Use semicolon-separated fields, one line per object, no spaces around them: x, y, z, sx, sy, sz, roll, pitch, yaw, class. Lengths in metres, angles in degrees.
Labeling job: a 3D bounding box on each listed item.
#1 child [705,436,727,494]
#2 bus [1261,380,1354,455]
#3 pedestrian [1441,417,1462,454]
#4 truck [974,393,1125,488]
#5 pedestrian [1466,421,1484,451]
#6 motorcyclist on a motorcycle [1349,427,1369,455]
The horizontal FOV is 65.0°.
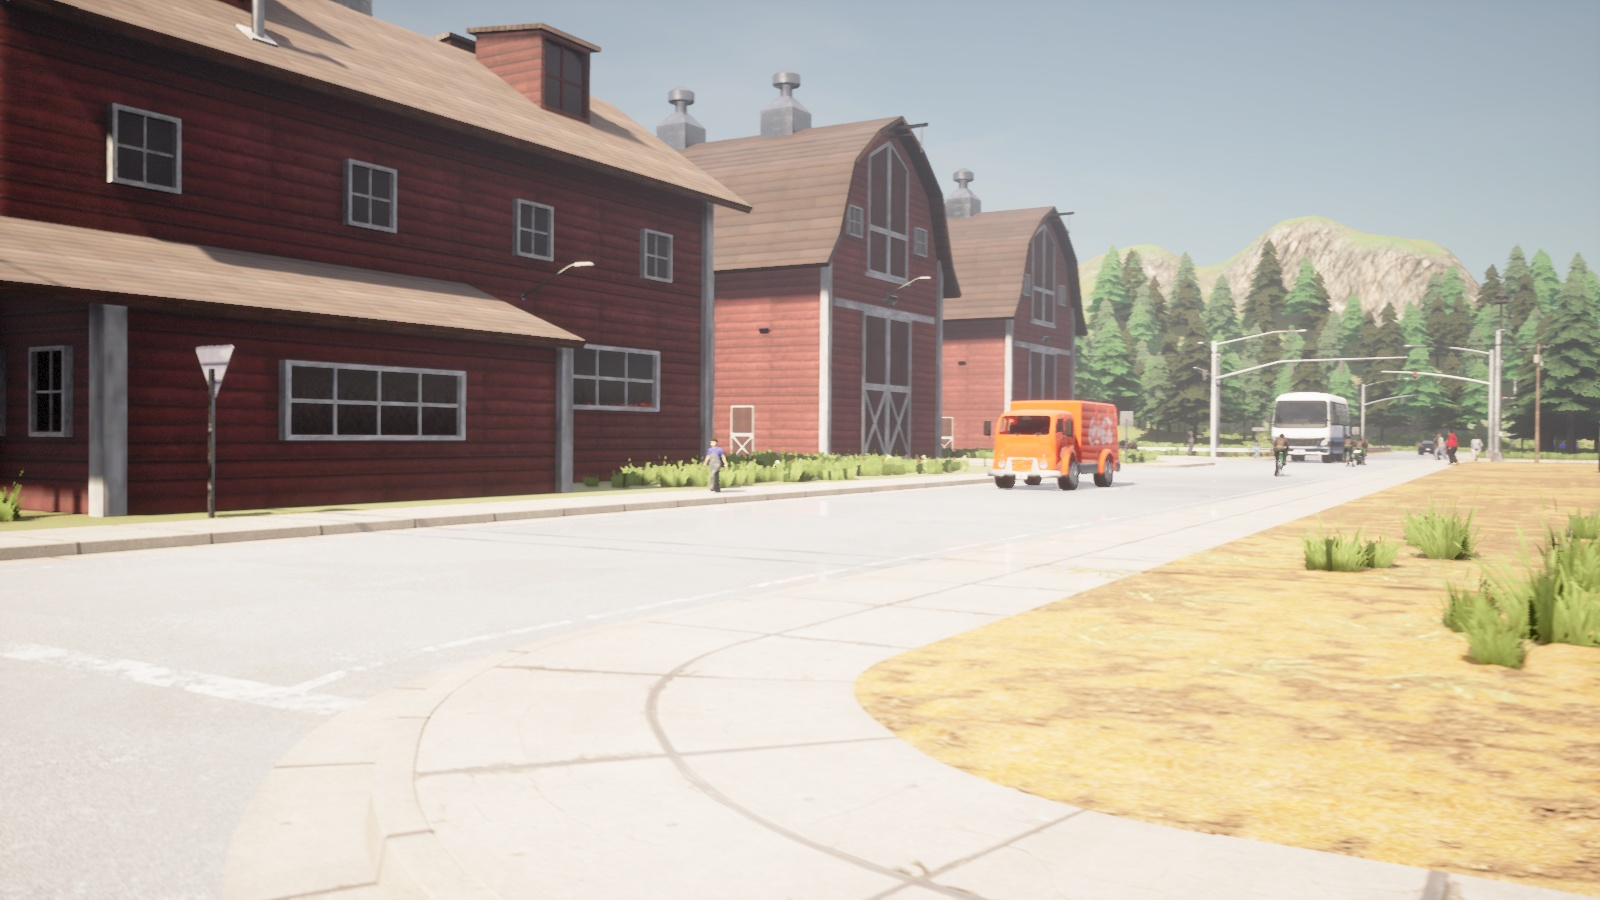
-1.839;0.328;27.558;0.270;1.263;0.437;0;1;29;child
31.459;-1.940;77.529;3.944;4.253;10.273;0;1;30;bus
33.179;-0.748;63.950;0.899;1.844;0.634;0;1;35;pedestrian
7.154;-0.288;35.498;2.627;2.467;5.204;0;1;30;truck
43.021;-0.884;80.062;0.874;1.855;0.900;0;1;37;pedestrian
31.151;-0.486;69.996;0.797;1.523;2.044;0;1;30;motorcyclist on a motorcycle
